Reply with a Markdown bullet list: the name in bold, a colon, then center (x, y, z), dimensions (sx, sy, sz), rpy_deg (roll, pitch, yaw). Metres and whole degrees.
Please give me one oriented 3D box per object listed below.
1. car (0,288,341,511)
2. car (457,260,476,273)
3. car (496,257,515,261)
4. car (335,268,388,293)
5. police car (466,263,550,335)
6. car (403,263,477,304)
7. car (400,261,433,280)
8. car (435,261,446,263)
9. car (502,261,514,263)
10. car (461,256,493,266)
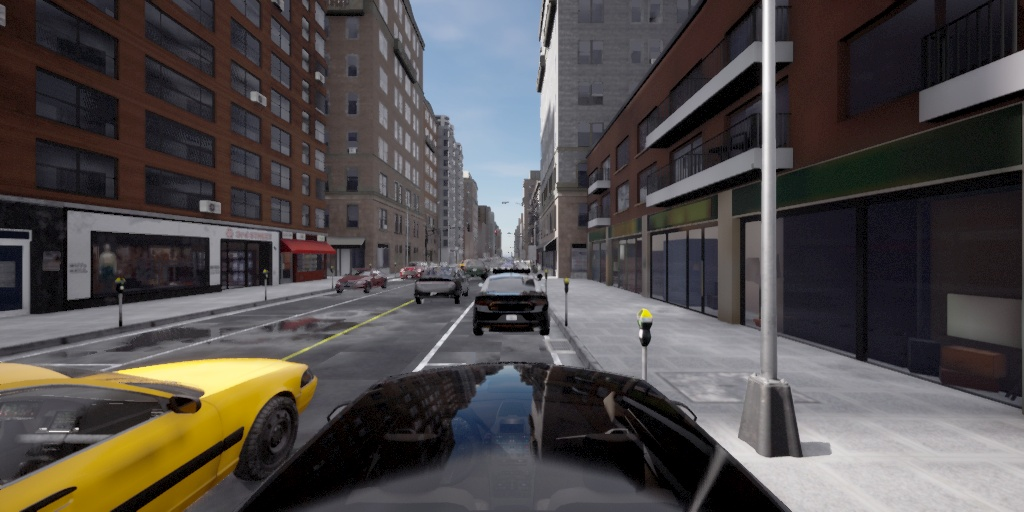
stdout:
- **car**: center (-3.020, 1.205, 1.692), dimensions (1.801, 1.575, 5.366), rpy_deg (0, 0, 0)
- **car**: center (-5.770, 1.262, 46.206), dimensions (1.882, 1.535, 5.008), rpy_deg (0, 0, 0)
- **car**: center (-0.383, 1.189, 36.951), dimensions (1.967, 1.591, 4.097), rpy_deg (0, 0, 0)
- **car**: center (-8.408, 1.331, 20.388), dimensions (1.802, 1.307, 4.207), rpy_deg (0, 0, 0)
- **police car**: center (-0.012, 1.174, 10.610), dimensions (1.930, 1.638, 5.238), rpy_deg (0, 0, 0)
- **car**: center (-3.020, 1.246, 16.206), dimensions (2.128, 1.511, 4.902), rpy_deg (0, 0, 0)
- **car**: center (-8.408, 1.189, 31.425), dimensions (1.967, 1.591, 4.097), rpy_deg (0, 0, 0)
- **car**: center (-8.408, 1.275, 36.773), dimensions (1.751, 1.417, 4.829), rpy_deg (0, 0, 0)
- **car**: center (-0.383, 1.300, 25.913), dimensions (2.007, 1.370, 4.403), rpy_deg (0, 0, 0)
- **car**: center (-3.020, 1.116, 31.176), dimensions (2.097, 1.767, 4.553), rpy_deg (0, 0, 0)
